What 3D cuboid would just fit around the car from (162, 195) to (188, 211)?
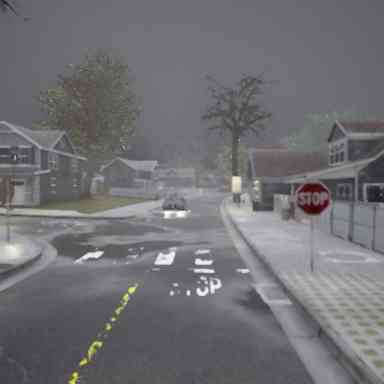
[{"bbox_3d":[-1.512,1.002,30.644,1.994,1.385,4.181,0,2,4],"label":"car"}]
